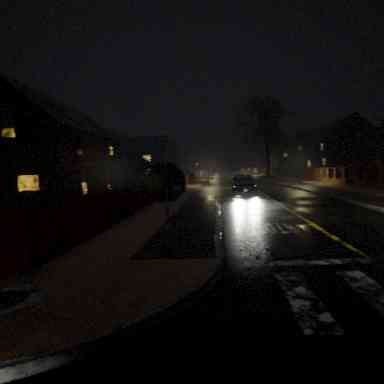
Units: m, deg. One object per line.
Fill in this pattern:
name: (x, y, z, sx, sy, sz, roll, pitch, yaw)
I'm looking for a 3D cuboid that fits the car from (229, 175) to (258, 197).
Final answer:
car: (3.858, -0.564, 25.339, 2.128, 1.511, 4.902, -3, 4, 5)
